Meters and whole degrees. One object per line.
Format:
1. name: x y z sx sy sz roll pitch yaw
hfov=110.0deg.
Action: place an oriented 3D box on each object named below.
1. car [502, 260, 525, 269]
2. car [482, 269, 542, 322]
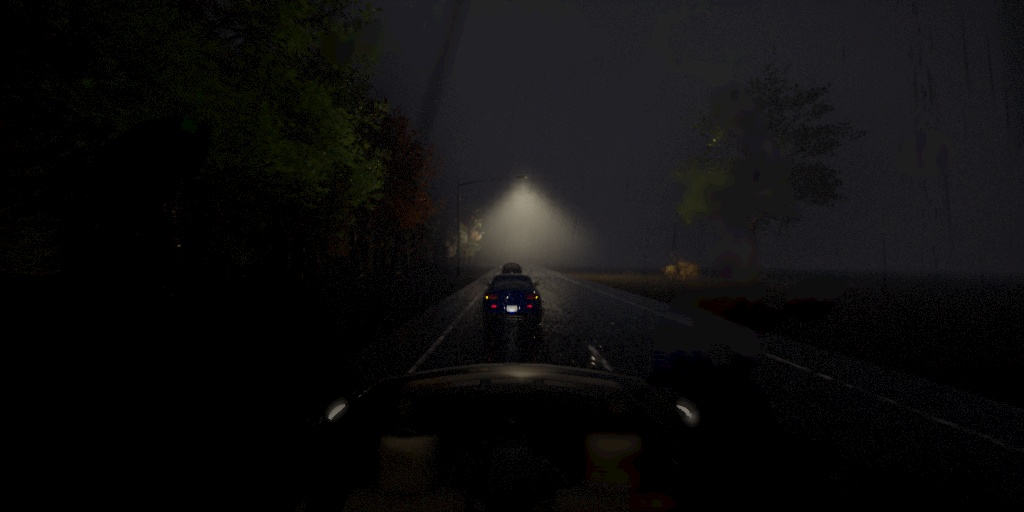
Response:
1. car: -0.008 1.422 35.694 1.882 1.535 5.008 0 -1 0
2. car: -0.001 1.335 12.446 1.812 1.442 4.674 0 0 0
